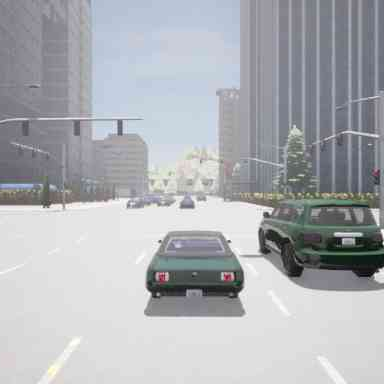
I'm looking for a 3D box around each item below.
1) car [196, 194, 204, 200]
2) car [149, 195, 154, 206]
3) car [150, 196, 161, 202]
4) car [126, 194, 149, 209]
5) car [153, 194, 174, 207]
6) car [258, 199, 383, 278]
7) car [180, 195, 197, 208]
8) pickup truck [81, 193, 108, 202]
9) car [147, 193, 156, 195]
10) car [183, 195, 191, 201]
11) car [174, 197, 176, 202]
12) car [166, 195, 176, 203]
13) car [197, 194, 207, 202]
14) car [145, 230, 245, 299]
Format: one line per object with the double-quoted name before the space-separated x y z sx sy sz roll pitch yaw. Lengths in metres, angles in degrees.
"car" 2.138 1.386 89.002 1.882 1.535 5.008 0 0 -1
"car" -7.938 1.564 55.455 1.994 1.385 4.181 0 0 -1
"car" -8.149 1.552 74.920 1.994 1.385 4.181 0 0 -1
"car" -7.869 1.491 46.544 2.128 1.511 4.902 0 0 1
"car" -4.393 1.491 52.207 2.128 1.511 4.902 0 0 -1
"car" 3.575 1.221 10.288 2.150 2.045 5.566 0 0 0
"car" -0.700 1.564 47.519 1.994 1.385 4.181 0 0 0
"pickup truck" -21.247 1.059 73.288 2.390 2.098 6.274 0 0 30
"car" -8.036 1.221 64.937 2.150 2.045 5.566 0 0 0
"car" -1.260 1.500 82.299 1.837 1.490 4.892 0 0 -1
"car" -4.518 1.491 62.462 2.128 1.511 4.902 0 0 0
"car" -4.616 1.478 72.771 1.882 1.535 5.008 0 0 -1
"car" 2.295 1.348 78.721 2.097 1.767 4.553 0 0 -1
"car" 0.066 1.601 8.410 1.895 1.301 4.718 0 0 0
